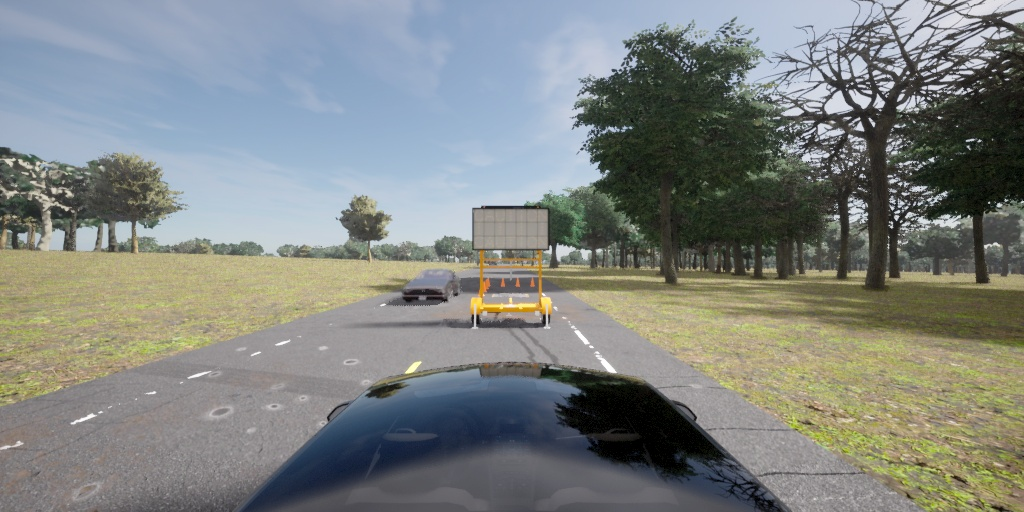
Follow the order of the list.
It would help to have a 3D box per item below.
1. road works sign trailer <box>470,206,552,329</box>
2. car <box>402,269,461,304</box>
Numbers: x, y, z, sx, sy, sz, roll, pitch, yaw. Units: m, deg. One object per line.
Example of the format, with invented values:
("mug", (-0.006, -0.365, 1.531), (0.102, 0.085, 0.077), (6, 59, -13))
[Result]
("road works sign trailer", (-0.036, 0.226, 11.298), (2.380, 3.560, 2.880), (0, 0, 0))
("car", (-3.577, 1.325, 16.958), (2.033, 1.411, 5.357), (0, 0, 0))
